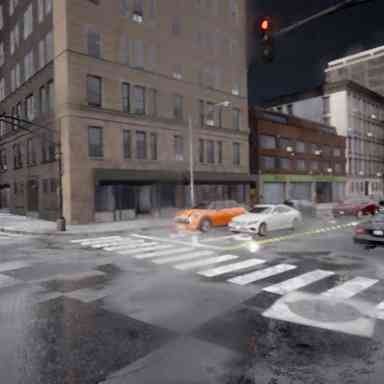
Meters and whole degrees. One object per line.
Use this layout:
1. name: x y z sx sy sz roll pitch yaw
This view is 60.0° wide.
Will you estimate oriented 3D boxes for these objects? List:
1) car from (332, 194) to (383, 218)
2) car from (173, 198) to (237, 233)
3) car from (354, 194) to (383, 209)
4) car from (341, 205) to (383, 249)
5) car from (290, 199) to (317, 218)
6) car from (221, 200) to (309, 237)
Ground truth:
1. car: 12.351 1.145 25.068 5.008 1.535 1.882 -1 0 -43
2. car: 1.056 1.240 19.058 4.553 1.767 2.097 -1 0 -43
3. car: 19.849 1.005 36.394 4.902 1.511 2.128 -1 0 -42
4. car: 7.873 1.308 12.158 5.357 1.411 2.033 -1 0 -39
5. car: 7.767 1.282 25.256 4.674 1.442 1.812 -2 0 -43
6. car: 3.899 1.360 17.240 4.674 1.442 1.812 -1 0 -42
